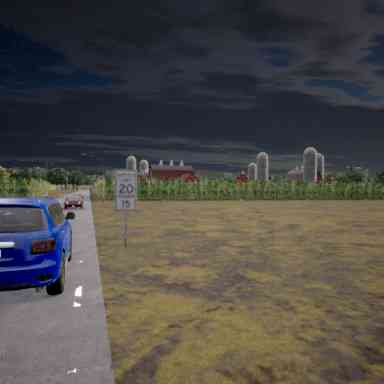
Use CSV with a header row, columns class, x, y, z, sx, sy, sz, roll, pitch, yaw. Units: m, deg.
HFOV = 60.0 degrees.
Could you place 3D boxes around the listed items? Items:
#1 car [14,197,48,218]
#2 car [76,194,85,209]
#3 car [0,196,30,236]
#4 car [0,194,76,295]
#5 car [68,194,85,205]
class,x,y,z,sx,sy,sz,roll,pitch,yaw
car,-13.063,1.193,27.220,1.812,1.442,4.674,0,1,-18
car,-13.092,1.170,37.055,1.895,1.301,4.718,0,1,-17
car,-10.055,1.134,17.468,2.097,1.767,4.553,0,1,-17
car,-4.228,1.130,8.280,2.150,2.045,5.566,0,1,-17
car,-16.115,0.997,46.659,2.033,1.411,5.357,0,1,-17
